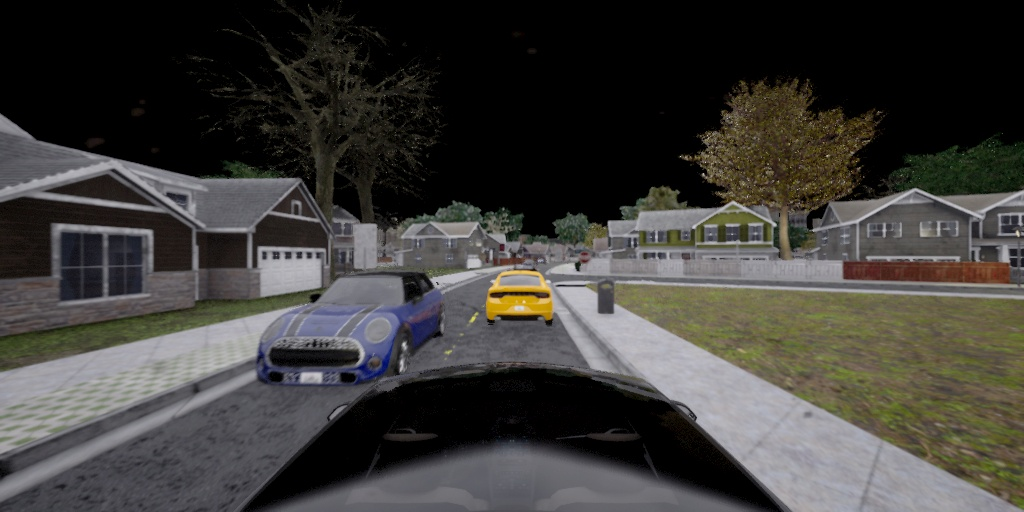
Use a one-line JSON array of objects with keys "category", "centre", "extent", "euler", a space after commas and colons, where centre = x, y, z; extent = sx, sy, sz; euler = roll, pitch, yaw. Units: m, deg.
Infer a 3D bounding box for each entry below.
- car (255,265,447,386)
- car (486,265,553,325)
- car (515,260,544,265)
[{"category": "car", "centre": [-2.742, 1.097, 7.222], "extent": [2.097, 1.767, 4.553], "euler": [0, 0, 1]}, {"category": "car", "centre": [0.286, 1.220, 11.859], "extent": [1.882, 1.535, 5.008], "euler": [0, 0, 2]}, {"category": "car", "centre": [0.901, 1.229, 24.376], "extent": [2.128, 1.511, 4.902], "euler": [0, 0, 4]}]
